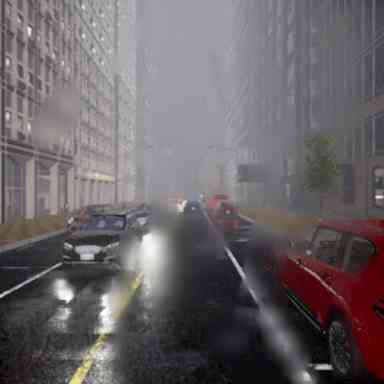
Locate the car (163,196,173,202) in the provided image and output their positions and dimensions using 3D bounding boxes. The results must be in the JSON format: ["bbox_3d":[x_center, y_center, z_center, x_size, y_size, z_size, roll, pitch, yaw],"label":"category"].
[{"bbox_3d":[-5.274,1.536,73.341,1.947,1.339,4.313,0,0,0],"label":"car"}]

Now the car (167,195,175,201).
[{"bbox_3d":[-5.267,1.544,84.437,1.802,1.307,4.206,0,0,0],"label":"car"}]

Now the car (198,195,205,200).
[{"bbox_3d":[2.616,1.486,90.149,1.752,1.417,4.829,0,0,0],"label":"car"}]

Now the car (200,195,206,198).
[{"bbox_3d":[2.599,1.419,62.242,1.967,1.590,4.097,0,0,0],"label":"car"}]

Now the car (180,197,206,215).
[{"bbox_3d":[0.120,1.555,33.869,1.994,1.385,4.181,0,0,0],"label":"car"}]

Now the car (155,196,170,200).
[{"bbox_3d":[-5.284,1.561,56.699,1.802,1.307,4.206,0,0,0],"label":"car"}]

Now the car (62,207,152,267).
[{"bbox_3d":[-2.841,1.488,11.462,2.128,1.511,4.902,0,0,0],"label":"car"}]

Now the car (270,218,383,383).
[{"bbox_3d":[2.694,1.315,5.311,2.192,1.841,5.009,0,0,0],"label":"car"}]

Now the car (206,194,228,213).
[{"bbox_3d":[3.002,1.218,37.253,2.150,2.045,5.566,0,0,0],"label":"car"}]

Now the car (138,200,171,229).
[{"bbox_3d":[-2.792,1.486,21.707,2.128,1.511,4.902,0,0,1],"label":"car"}]

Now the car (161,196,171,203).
[{"bbox_3d":[-5.277,1.499,67.624,1.752,1.417,4.829,0,0,0],"label":"car"}]

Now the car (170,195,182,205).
[{"bbox_3d":[-2.776,1.332,56.945,2.097,1.767,4.553,0,0,0],"label":"car"}]

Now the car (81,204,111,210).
[{"bbox_3d":[-5.372,1.434,18.377,1.967,1.590,4.097,0,0,0],"label":"car"}]

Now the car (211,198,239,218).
[{"bbox_3d":[3.040,1.518,30.223,1.812,1.442,4.674,0,0,0],"label":"car"}]
